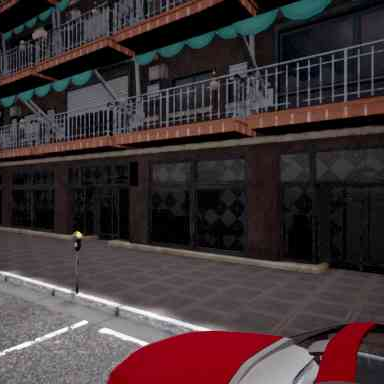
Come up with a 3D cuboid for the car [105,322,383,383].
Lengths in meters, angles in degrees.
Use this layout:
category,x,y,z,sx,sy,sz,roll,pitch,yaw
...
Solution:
category,x,y,z,sx,sy,sz,roll,pitch,yaw
car,1.155,1.582,2.060,4.206,1.307,1.802,0,0,35
